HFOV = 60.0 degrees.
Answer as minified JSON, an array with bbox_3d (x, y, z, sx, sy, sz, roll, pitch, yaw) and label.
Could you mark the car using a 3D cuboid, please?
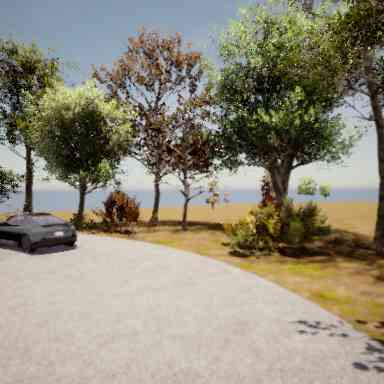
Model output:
[{"bbox_3d":[-6.644,1.542,13.665,4.181,1.385,1.994,0,0,35],"label":"car"}]
